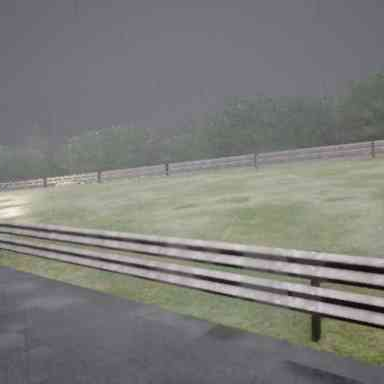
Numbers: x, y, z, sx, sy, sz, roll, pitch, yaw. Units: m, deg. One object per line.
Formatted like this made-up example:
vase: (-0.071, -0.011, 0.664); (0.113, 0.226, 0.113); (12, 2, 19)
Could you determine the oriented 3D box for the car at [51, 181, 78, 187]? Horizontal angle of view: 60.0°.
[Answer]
car: (-20.476, -1.194, 53.429); (4.674, 1.442, 1.812); (-4, -2, 26)
